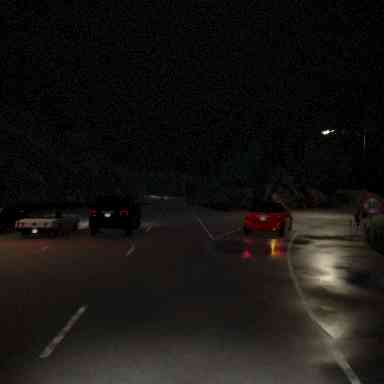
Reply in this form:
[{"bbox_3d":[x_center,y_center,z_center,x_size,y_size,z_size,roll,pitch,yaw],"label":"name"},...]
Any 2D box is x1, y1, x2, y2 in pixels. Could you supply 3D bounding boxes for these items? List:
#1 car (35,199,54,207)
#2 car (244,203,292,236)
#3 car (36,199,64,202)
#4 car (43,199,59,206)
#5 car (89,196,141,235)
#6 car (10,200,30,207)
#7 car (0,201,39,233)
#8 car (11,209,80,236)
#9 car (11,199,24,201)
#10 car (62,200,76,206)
[{"bbox_3d":[-30.850,2.316,69.700,1.837,1.490,4.892,0,-2,-2],"label":"car"},{"bbox_3d":[4.491,1.405,19.120,2.097,1.767,4.553,1,0,23],"label":"car"},{"bbox_3d":[-23.303,1.900,55.187,2.033,1.411,5.357,0,-2,-2],"label":"car"},{"bbox_3d":[-34.836,2.593,82.055,2.097,1.767,4.553,0,-2,-2],"label":"car"},{"bbox_3d":[-4.261,1.242,19.063,2.150,2.045,5.566,0,0,-2],"label":"car"},{"bbox_3d":[-34.223,2.242,66.383,1.994,1.385,4.181,0,-2,-2],"label":"car"},{"bbox_3d":[-11.274,1.488,19.575,2.128,1.511,4.902,0,0,-2],"label":"car"},{"bbox_3d":[-7.727,1.611,18.383,1.895,1.301,4.718,0,0,-2],"label":"car"},{"bbox_3d":[-30.373,1.888,57.504,2.128,1.511,4.902,0,-2,-2],"label":"car"},{"bbox_3d":[-31.456,2.830,85.167,1.882,1.535,5.008,0,-2,-2],"label":"car"}]
